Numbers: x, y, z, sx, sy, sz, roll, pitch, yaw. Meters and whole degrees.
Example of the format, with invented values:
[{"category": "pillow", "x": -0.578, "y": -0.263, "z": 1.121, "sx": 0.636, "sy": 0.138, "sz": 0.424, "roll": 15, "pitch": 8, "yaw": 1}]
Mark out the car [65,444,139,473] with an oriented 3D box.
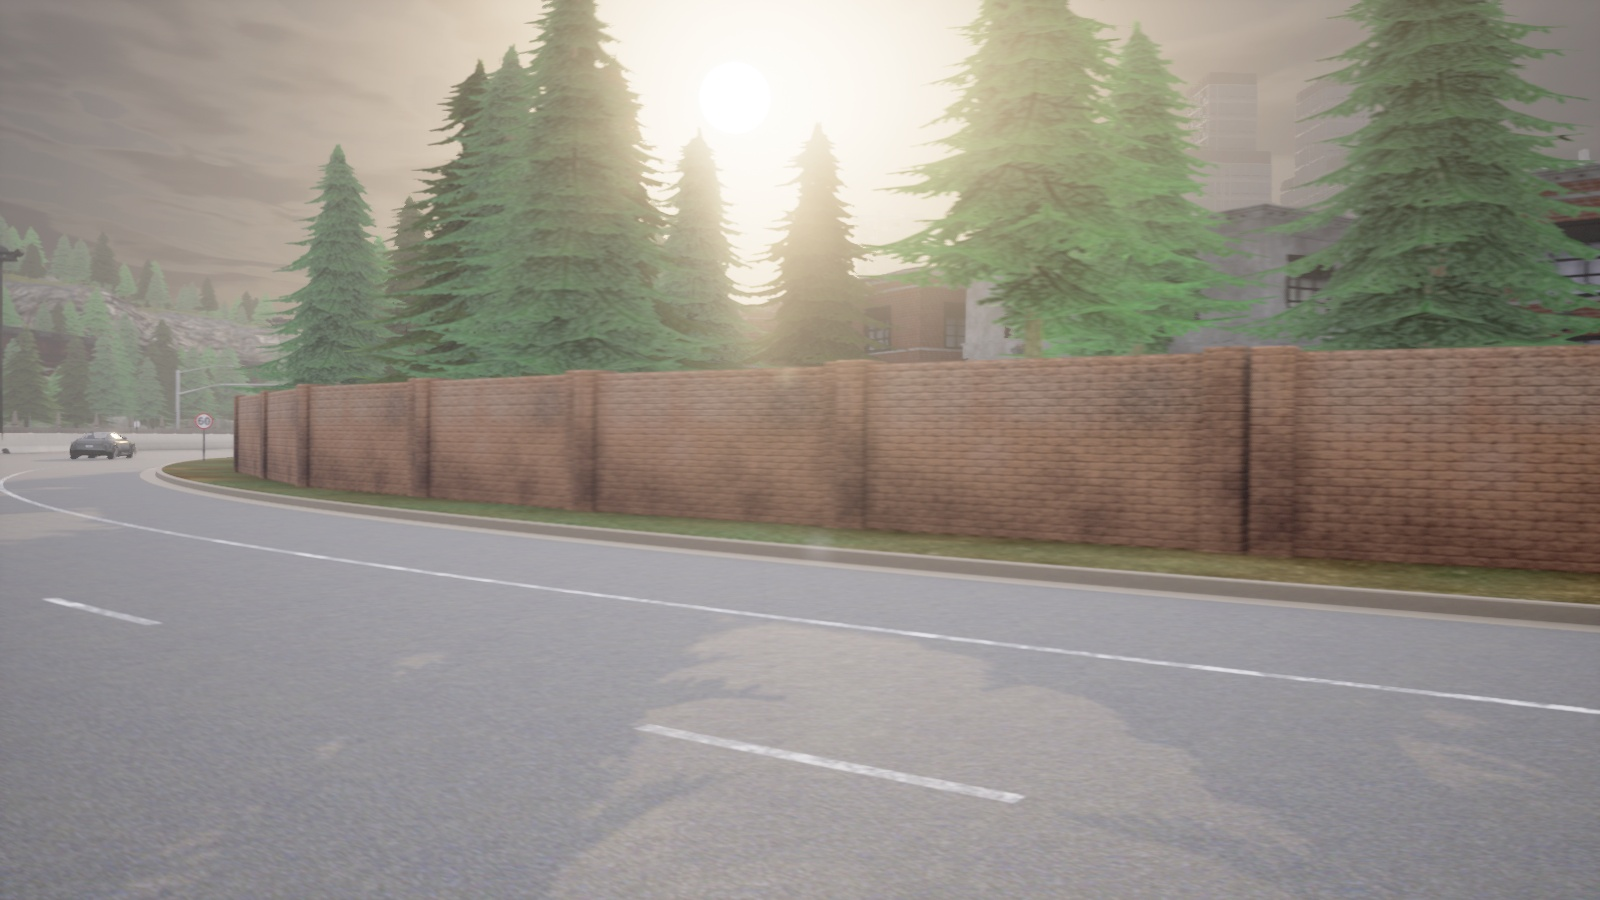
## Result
[{"category": "car", "x": -34.489, "y": 0.392, "z": 62.166, "sx": 1.994, "sy": 1.385, "sz": 4.181, "roll": -1, "pitch": 1, "yaw": -12}]
